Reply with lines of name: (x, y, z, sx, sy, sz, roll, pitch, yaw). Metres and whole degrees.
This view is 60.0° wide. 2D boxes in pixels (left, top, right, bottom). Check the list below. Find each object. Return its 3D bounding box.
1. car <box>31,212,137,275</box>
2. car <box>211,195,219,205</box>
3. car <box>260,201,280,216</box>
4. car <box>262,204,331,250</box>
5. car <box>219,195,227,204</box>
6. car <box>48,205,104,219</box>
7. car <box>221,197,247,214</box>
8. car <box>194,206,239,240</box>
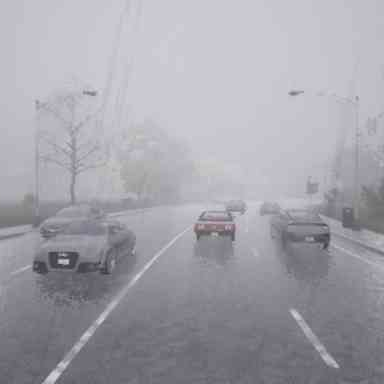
car: (-3.068, 1.555, 10.318, 1.994, 1.385, 4.181, 0, 0, 5)
car: (5.011, 1.355, 58.420, 2.097, 1.767, 4.553, 0, 0, 23)
car: (7.779, 1.591, 32.857, 1.994, 1.385, 4.181, 0, 0, 14)
car: (4.542, 1.505, 14.512, 2.128, 1.511, 4.902, 0, 0, 6)
car: (6.101, 1.539, 51.707, 1.812, 1.442, 4.674, 0, 0, 21)
car: (-5.915, 1.485, 17.236, 1.837, 1.490, 4.892, 0, 0, 7)
car: (4.766, 1.562, 35.372, 2.033, 1.411, 5.357, 0, 0, 15)
car: (1.289, 1.604, 17.095, 1.895, 1.301, 4.718, 0, 0, 7)
